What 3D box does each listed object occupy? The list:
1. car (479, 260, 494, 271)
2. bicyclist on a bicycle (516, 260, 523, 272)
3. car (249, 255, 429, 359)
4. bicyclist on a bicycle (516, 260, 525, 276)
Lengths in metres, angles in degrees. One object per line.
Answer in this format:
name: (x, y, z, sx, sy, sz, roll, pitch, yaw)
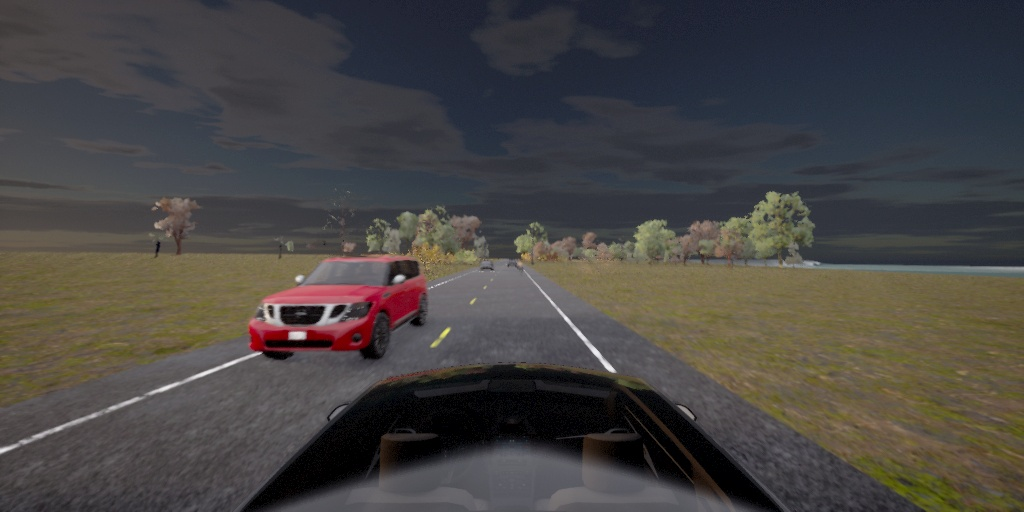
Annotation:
car: (-3.549, 1.366, 50.873, 1.837, 1.490, 4.892, 0, 0, 1)
bicyclist on a bicycle: (0.954, 1.287, 46.216, 0.866, 1.612, 1.509, 0, 0, 0)
car: (-3.599, 0.989, 8.780, 2.150, 2.045, 5.566, 0, 0, 0)
bicyclist on a bicycle: (0.970, 1.268, 37.271, 0.866, 1.612, 1.509, 0, 0, 0)
